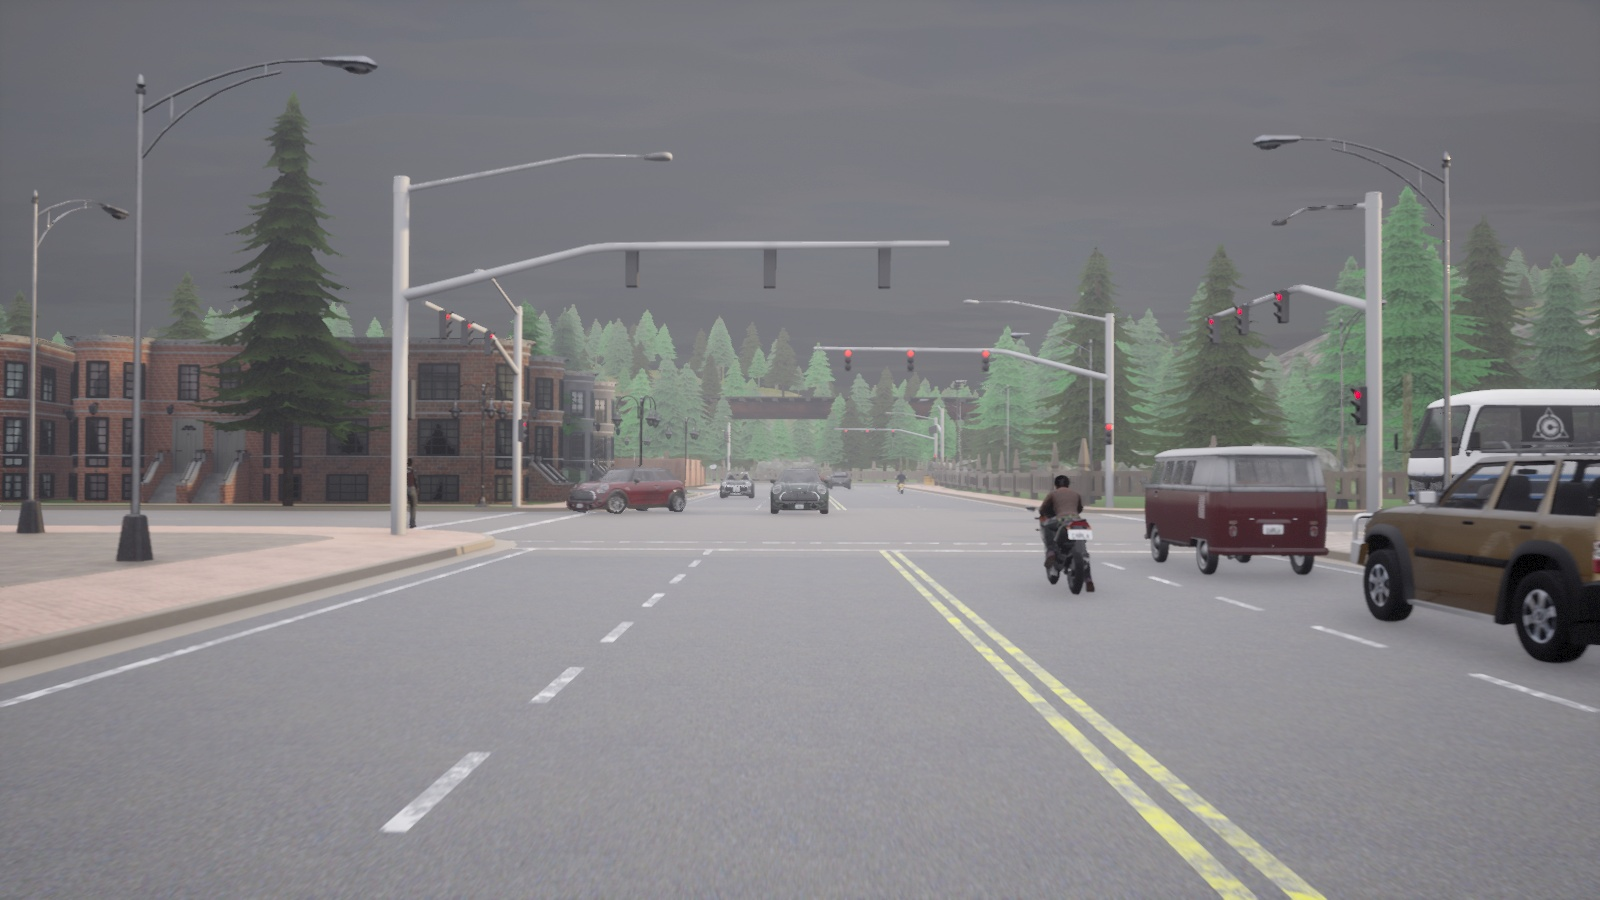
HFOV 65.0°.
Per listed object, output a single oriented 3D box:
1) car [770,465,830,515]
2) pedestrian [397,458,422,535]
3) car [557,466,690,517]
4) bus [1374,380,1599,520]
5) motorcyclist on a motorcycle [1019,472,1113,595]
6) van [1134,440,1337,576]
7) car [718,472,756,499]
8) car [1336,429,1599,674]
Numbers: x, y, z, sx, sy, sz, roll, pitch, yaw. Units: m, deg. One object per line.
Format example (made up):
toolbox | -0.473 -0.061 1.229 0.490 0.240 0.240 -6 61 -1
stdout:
car | -0.016 1.450 46.395 2.097 1.767 4.553 0 -1 0
pedestrian | -9.945 1.179 32.012 0.402 1.930 0.666 0 -1 2
car | -6.374 1.466 45.822 2.097 1.767 4.553 -1 -1 40
bus | 24.474 0.014 40.261 10.273 4.253 3.944 0 -1 0
motorcyclist on a motorcycle | 3.496 1.062 16.680 0.797 1.523 2.044 0 -1 0
van | 6.993 0.886 20.686 1.775 1.987 4.442 0 -1 0
car | -3.525 1.987 71.229 1.970 1.475 3.806 0 -1 0
car | 6.998 0.801 11.793 1.932 1.855 4.605 0 -1 0
